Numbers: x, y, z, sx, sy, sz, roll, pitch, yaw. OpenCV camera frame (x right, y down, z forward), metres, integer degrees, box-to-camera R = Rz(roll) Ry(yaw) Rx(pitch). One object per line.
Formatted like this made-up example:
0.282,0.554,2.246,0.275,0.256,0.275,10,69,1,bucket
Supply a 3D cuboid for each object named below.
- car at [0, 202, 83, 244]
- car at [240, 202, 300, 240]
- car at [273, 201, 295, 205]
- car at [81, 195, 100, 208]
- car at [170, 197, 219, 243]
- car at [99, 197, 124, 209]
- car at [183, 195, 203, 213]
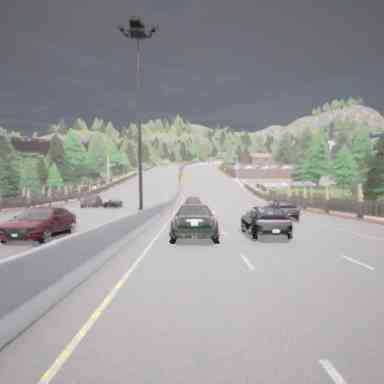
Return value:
-7.081,1.450,15.771,1.882,1.535,5.008,0,0,0,car
3.603,1.462,16.694,2.128,1.511,4.902,0,0,0,car
7.105,1.440,26.560,2.128,1.511,4.902,0,0,0,car
-13.993,1.239,46.669,2.097,1.767,4.553,0,1,0,car
0.103,1.325,16.016,2.097,1.767,4.553,0,0,0,car
-10.494,1.509,44.454,1.895,1.301,4.718,0,0,0,car
0.106,1.280,36.922,2.097,1.767,4.553,0,0,0,car
